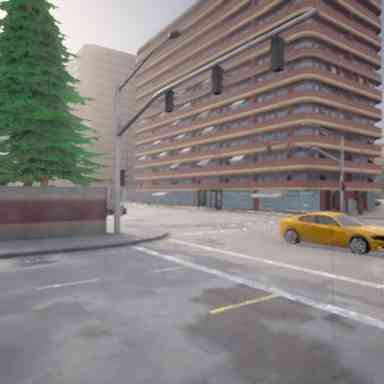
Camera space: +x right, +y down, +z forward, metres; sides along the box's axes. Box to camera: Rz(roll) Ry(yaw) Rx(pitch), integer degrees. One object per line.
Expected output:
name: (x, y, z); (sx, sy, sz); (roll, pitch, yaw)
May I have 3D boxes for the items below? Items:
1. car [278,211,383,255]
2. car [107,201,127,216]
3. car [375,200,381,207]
car: (6.043, 1.613, 14.273); (1.882, 1.535, 5.008); (0, 0, -35)
car: (-8.415, 1.687, 34.889); (1.837, 1.490, 4.892); (0, 0, -35)
car: (31.659, 1.849, 59.805); (1.882, 1.535, 5.008); (0, -1, -9)
